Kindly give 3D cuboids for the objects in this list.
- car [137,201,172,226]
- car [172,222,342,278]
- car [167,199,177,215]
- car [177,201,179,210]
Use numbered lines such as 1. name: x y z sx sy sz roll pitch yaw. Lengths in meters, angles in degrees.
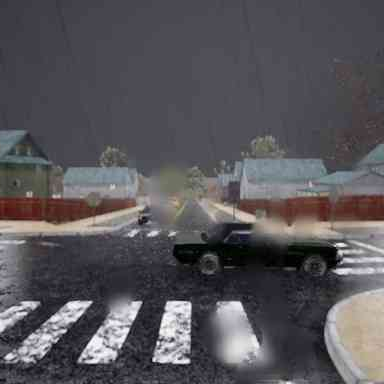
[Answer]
1. car: -2.877 1.672 25.116 2.033 1.411 5.357 0 0 -1
2. car: 1.808 1.617 9.908 4.718 1.301 1.895 1 3 -1
3. car: -2.920 1.709 35.193 1.812 1.442 4.674 0 0 0
4. car: -2.929 1.752 48.997 1.882 1.535 5.008 0 -1 0
